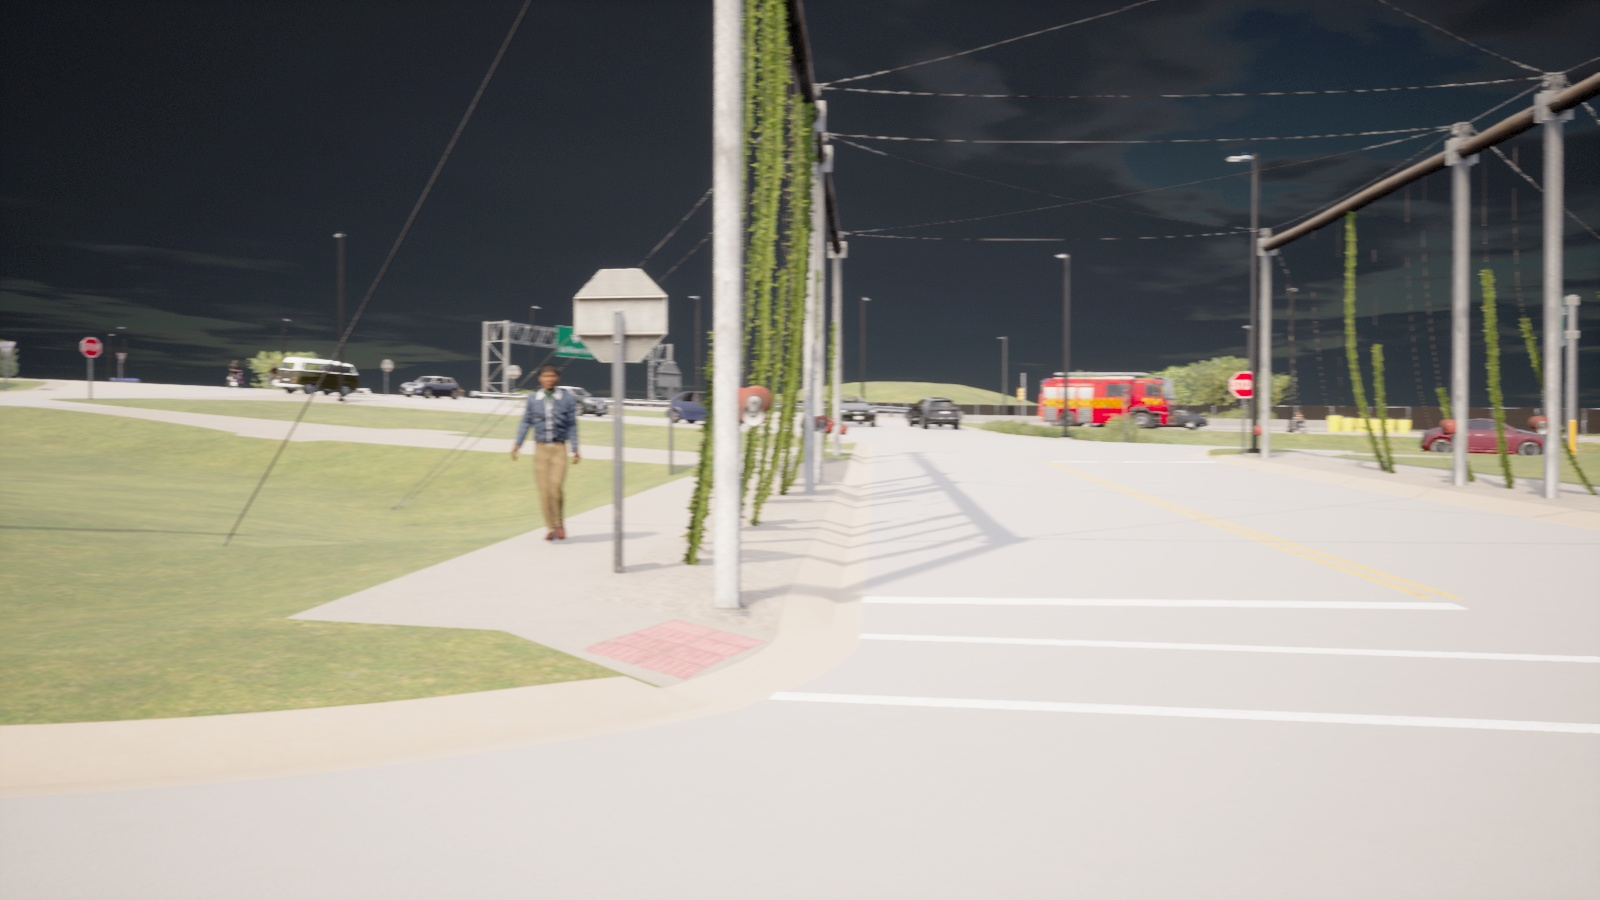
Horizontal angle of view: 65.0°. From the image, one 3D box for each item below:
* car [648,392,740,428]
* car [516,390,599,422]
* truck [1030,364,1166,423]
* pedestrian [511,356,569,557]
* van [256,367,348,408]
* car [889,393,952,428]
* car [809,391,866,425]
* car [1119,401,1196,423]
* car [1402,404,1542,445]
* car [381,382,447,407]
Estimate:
[{"bbox_3d":[-5.139,-1.933,60.747,3.988,1.617,1.851,3,2,27],"label":"car"},{"bbox_3d":[-12.496,-2.278,64.735,3.806,1.475,1.970,4,3,29],"label":"car"},{"bbox_3d":[20.150,-3.743,84.956,8.468,3.827,2.891,1,1,28],"label":"truck"},{"bbox_3d":[-2.607,0.062,12.655,0.423,1.949,0.788,-1,1,-3],"label":"pedestrian"},{"bbox_3d":[-28.345,-3.535,71.564,2.069,2.038,4.480,4,2,31],"label":"van"},{"bbox_3d":[6.227,-2.088,65.457,2.033,1.649,4.856,-1,4,-10],"label":"car"},{"bbox_3d":[1.955,-2.314,67.647,2.152,1.651,5.027,-1,4,-9],"label":"car"},{"bbox_3d":[25.618,-2.717,89.989,4.902,1.511,2.128,1,1,28],"label":"car"},{"bbox_3d":[23.342,-0.904,43.746,4.181,1.385,1.994,1,1,28],"label":"car"},{"bbox_3d":[-25.094,-3.579,81.828,1.970,1.475,3.806,3,3,27],"label":"car"}]
